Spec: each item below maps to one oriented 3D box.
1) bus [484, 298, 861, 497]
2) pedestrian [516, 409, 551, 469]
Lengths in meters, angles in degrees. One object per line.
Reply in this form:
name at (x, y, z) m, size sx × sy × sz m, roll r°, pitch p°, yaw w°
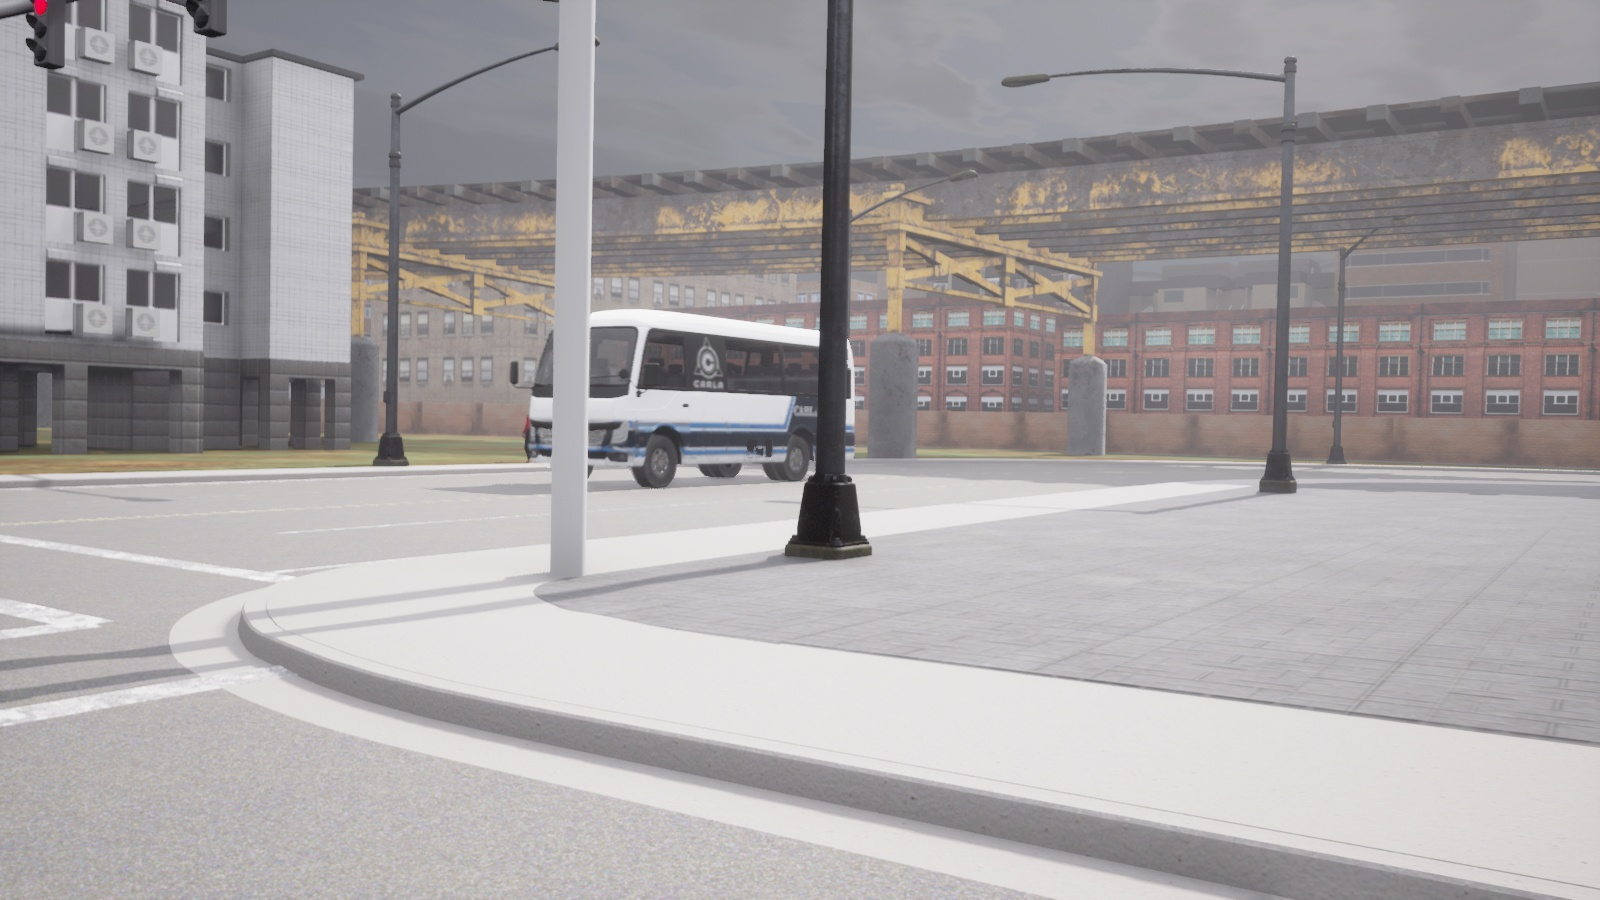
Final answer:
bus at (-2.795, -1.233, 32.181) m, size 3.944 × 4.253 × 10.273 m, roll 1°, pitch 2°, yaw 34°
pedestrian at (-8.312, -0.356, 39.193) m, size 0.634 × 1.844 × 0.899 m, roll 1°, pitch 1°, yaw 32°
